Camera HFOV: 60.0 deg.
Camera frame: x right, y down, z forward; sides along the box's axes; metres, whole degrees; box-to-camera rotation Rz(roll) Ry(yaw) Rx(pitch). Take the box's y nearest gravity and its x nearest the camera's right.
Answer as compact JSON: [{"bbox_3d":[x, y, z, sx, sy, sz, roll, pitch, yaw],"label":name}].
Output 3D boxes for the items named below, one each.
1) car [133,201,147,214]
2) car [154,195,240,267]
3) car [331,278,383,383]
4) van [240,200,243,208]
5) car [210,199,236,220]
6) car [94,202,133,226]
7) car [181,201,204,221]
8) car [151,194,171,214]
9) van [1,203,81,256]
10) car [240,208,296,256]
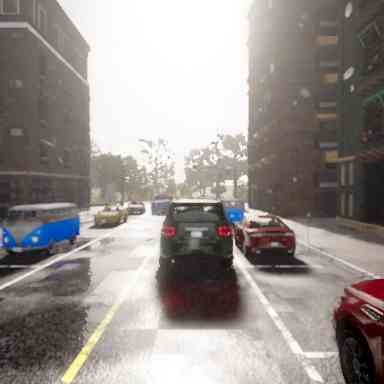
[{"bbox_3d":[-5.804,1.617,35.050,1.802,1.307,4.206,-1,0,0],"label":"car"},{"bbox_3d":[0.075,1.233,11.581,2.150,2.045,5.566,0,0,-1],"label":"car"},{"bbox_3d":[2.671,1.318,1.960,2.192,1.841,5.009,-1,0,0],"label":"car"},{"bbox_3d":[2.670,1.367,24.057,1.690,1.788,3.998,-1,0,0],"label":"van"},{"bbox_3d":[2.671,1.471,29.581,1.967,1.590,4.097,-1,0,0],"label":"car"},{"bbox_3d":[-5.706,1.551,23.838,1.752,1.417,4.829,-1,0,0],"label":"car"},{"bbox_3d":[0.067,1.555,28.239,1.812,1.442,4.674,0,0,0],"label":"car"},{"bbox_3d":[-3.067,1.260,35.570,2.150,2.045,5.566,0,0,0],"label":"car"},{"bbox_3d":[-5.709,1.356,12.959,1.690,1.788,3.998,-1,0,0],"label":"van"},{"bbox_3d":[2.674,1.559,13.008,1.887,1.381,4.507,-1,0,0],"label":"car"}]
